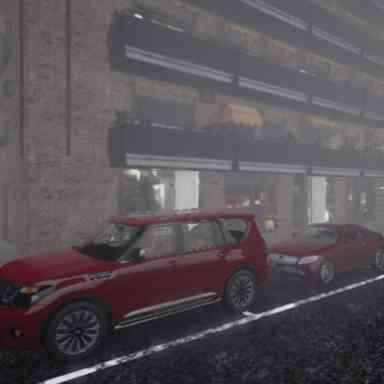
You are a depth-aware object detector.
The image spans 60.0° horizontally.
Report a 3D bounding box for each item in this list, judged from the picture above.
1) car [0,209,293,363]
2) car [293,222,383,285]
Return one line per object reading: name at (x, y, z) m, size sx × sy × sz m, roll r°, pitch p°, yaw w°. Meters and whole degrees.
car at (-0.727, 1.298, 6.036) m, size 5.009 × 1.841 × 2.192 m, roll 0°, pitch 0°, yaw -35°
car at (3.863, 1.529, 9.309) m, size 4.206 × 1.307 × 1.802 m, roll 0°, pitch 0°, yaw -35°
